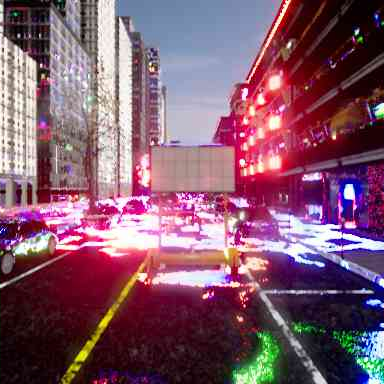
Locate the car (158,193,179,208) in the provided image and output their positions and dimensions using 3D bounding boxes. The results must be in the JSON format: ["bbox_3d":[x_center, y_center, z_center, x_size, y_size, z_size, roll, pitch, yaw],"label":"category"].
[{"bbox_3d":[-2.944,1.191,45.305,2.097,1.767,4.553,0,0,1],"label":"car"}]

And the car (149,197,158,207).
[{"bbox_3d":[-5.565,1.354,48.755,1.752,1.417,4.829,0,0,0],"label":"car"}]

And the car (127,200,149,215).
[{"bbox_3d":[-5.607,1.464,32.328,1.802,1.307,4.206,0,0,0],"label":"car"}]

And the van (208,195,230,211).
[{"bbox_3d":[2.773,1.223,32.304,1.690,1.788,3.998,0,0,0],"label":"van"}]

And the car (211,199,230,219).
[{"bbox_3d":[2.759,1.482,26.773,1.802,1.307,4.206,0,0,0],"label":"car"}]

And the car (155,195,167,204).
[{"bbox_3d":[-5.536,1.341,59.990,1.887,1.381,4.507,0,0,0],"label":"car"}]

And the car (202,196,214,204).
[{"bbox_3d":[2.844,1.347,59.968,2.008,1.369,4.403,0,0,0],"label":"car"}]

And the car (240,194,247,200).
[{"bbox_3d":[13.631,1.088,79.346,4.403,1.369,2.008,-1,1,0],"label":"car"}]

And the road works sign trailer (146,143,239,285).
[{"bbox_3d":[0.024,0.427,9.379,2.380,3.560,2.880,0,0,0],"label":"road works sign trailer"}]

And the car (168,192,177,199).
[{"bbox_3d":[-5.453,1.035,92.377,2.192,1.841,5.009,0,0,0],"label":"car"}]

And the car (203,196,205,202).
[{"bbox_3d":[2.816,1.380,48.902,2.008,1.369,4.403,0,0,0],"label":"car"}]

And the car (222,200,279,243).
[{"bbox_3d":[2.730,1.379,15.706,1.967,1.590,4.097,0,0,0],"label":"car"}]

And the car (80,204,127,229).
[{"bbox_3d":[-5.636,1.445,21.091,1.752,1.417,4.829,0,0,0],"label":"car"}]

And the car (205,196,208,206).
[{"bbox_3d":[2.787,1.304,37.837,1.967,1.590,4.097,0,0,0],"label":"car"}]

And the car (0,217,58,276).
[{"bbox_3d":[-5.664,1.504,10.196,1.887,1.381,4.507,0,0,0],"label":"car"}]
